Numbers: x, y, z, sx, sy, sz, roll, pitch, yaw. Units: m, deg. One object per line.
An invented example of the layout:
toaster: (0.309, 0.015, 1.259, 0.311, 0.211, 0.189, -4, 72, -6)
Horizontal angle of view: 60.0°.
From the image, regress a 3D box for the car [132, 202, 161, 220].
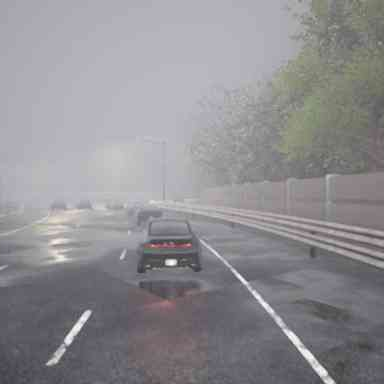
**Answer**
car: (-3.420, 1.704, 25.975, 1.882, 1.535, 5.008, 0, 0, -13)

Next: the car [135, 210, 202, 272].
car: (-0.823, 1.604, 11.152, 1.837, 1.490, 4.892, 0, 0, -7)

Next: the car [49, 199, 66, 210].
car: (-20.581, 1.822, 50.808, 2.097, 1.767, 4.553, 0, -1, -28)

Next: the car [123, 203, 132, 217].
car: (-5.924, 1.836, 35.413, 1.812, 1.442, 4.674, 0, 0, -16)

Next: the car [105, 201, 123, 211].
car: (-11.225, 1.975, 48.022, 2.033, 1.411, 5.357, 0, -1, -26)

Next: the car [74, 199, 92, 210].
car: (-16.839, 1.818, 51.240, 2.097, 1.767, 4.553, 0, -1, -28)
